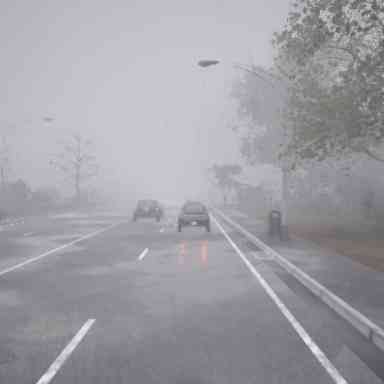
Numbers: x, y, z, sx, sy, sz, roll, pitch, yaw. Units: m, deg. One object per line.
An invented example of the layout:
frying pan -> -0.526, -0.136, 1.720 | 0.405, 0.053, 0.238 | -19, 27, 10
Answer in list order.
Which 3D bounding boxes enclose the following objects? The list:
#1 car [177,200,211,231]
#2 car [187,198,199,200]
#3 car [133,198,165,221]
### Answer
car -> 0.107, 1.463, 20.227 | 2.128, 1.511, 4.902 | 0, 0, 0
car -> 0.113, 1.429, 38.676 | 1.882, 1.535, 5.008 | 0, 0, 0
car -> -3.390, 1.317, 26.729 | 2.097, 1.767, 4.553 | 0, 0, 0
